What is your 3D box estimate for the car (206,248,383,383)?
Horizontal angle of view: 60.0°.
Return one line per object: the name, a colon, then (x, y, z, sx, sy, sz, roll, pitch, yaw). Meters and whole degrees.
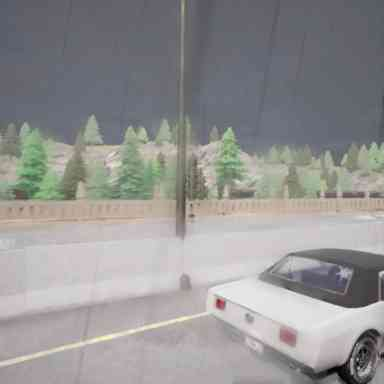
car: (2.653, 1.591, 5.284, 4.718, 1.301, 1.895, 0, 0, -32)
